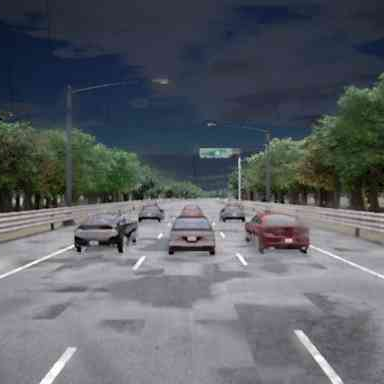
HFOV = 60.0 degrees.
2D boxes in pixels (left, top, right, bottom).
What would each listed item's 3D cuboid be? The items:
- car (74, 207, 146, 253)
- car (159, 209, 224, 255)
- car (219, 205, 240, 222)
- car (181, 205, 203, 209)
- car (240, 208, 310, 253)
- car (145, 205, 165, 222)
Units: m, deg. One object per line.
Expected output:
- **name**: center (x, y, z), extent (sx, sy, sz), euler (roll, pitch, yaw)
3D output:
- **car**: center (-3.499, 1.630, 14.288), extent (2.128, 1.511, 4.902), euler (0, 0, 0)
- **car**: center (-0.002, 1.681, 13.987), extent (2.033, 1.411, 5.357), euler (0, -1, 0)
- **car**: center (3.498, 1.854, 29.305), extent (1.994, 1.385, 4.181), euler (0, -1, 0)
- **car**: center (-0.003, 1.854, 29.306), extent (1.994, 1.385, 4.181), euler (0, -1, 0)
- **car**: center (3.502, 1.617, 14.486), extent (1.882, 1.535, 5.008), euler (0, 0, 0)
- **car**: center (-3.505, 1.854, 29.344), extent (1.994, 1.385, 4.181), euler (0, -1, 0)
